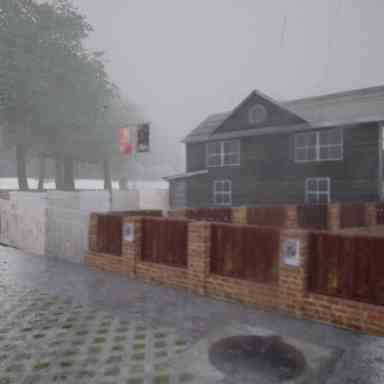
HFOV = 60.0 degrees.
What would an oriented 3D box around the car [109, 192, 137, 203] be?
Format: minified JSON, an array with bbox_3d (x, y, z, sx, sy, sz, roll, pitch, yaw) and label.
[{"bbox_3d":[-8.649,0.468,39.089,1.882,1.535,5.008,0,1,36],"label":"car"}]
